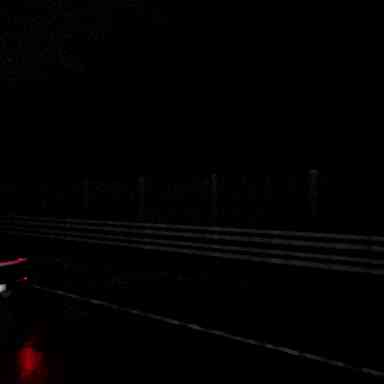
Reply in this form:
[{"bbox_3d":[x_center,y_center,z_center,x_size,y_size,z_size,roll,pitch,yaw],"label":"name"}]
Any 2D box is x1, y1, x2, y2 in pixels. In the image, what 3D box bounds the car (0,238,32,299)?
[{"bbox_3d":[-5.639,1.615,7.548,4.902,1.511,2.128,-1,-1,33],"label":"car"}]
